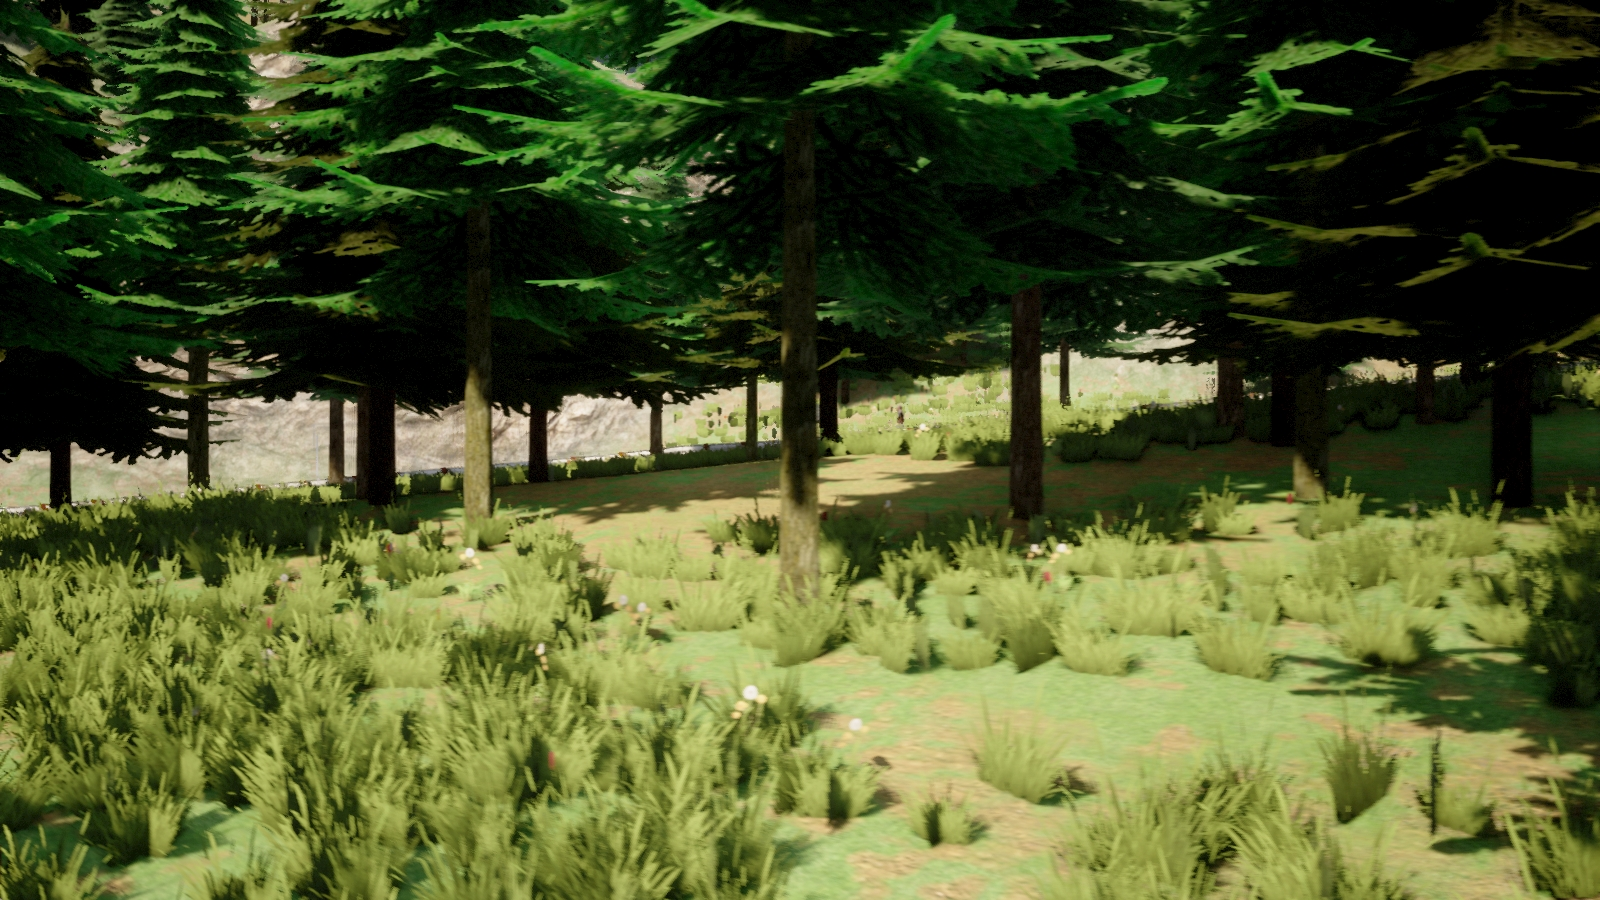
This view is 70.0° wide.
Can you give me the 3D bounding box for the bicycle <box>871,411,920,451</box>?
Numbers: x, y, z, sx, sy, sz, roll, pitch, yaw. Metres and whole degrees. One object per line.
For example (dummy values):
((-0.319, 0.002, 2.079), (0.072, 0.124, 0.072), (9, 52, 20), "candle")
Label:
((3.825, -0.756, 45.739), (1.835, 1.471, 0.329), (-4, -1, 19), "bicycle")
